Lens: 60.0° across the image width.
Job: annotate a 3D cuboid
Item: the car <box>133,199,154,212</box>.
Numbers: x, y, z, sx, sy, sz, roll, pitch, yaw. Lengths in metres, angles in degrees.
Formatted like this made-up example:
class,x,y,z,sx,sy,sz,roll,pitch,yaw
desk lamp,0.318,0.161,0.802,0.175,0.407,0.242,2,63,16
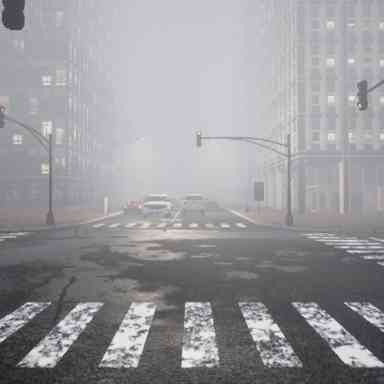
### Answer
class,x,y,z,sx,sy,sz,roll,pitch,yaw
car,-5.673,1.597,39.323,1.802,1.307,4.206,1,0,0

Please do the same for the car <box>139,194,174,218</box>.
class,x,y,z,sx,sy,sz,roll,pitch,yaw
car,-3.094,1.233,30.313,2.150,2.045,5.566,0,0,0

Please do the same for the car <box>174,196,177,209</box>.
class,x,y,z,sx,sy,sz,roll,pitch,yaw
car,-3.094,1.541,40.235,1.812,1.442,4.674,0,0,0

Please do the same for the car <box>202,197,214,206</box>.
class,x,y,z,sx,sy,sz,roll,pitch,yaw
car,2.710,1.547,56.285,1.752,1.417,4.829,1,0,0

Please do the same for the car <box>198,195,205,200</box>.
class,x,y,z,sx,sy,sz,roll,pitch,yaw
car,2.714,1.584,95.155,1.887,1.381,4.507,1,0,0

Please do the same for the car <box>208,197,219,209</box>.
class,x,y,z,sx,sy,sz,roll,pitch,yaw
car,2.707,1.599,44.959,1.802,1.307,4.206,1,0,0

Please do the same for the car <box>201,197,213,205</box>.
class,x,y,z,sx,sy,sz,roll,pitch,yaw
car,2.710,1.590,61.692,1.947,1.339,4.313,1,0,0

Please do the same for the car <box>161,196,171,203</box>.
class,x,y,z,sx,sy,sz,roll,pitch,yaw
car,-5.669,1.574,72.774,1.887,1.381,4.507,1,0,0

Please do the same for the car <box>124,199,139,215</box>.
class,x,y,z,sx,sy,sz,roll,pitch,yaw
car,-5.671,1.453,33.748,1.967,1.590,4.097,1,0,0

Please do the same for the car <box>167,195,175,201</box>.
class,x,y,z,sx,sy,sz,roll,pitch,yaw
car,-5.667,1.587,89.499,2.008,1.369,4.403,1,0,0

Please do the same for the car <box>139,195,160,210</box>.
class,x,y,z,sx,sy,sz,roll,pitch,yaw
car,-5.667,1.332,44.898,2.192,1.841,5.009,1,0,0

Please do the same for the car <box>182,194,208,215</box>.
class,x,y,z,sx,sy,sz,roll,pitch,yaw
car,0.141,1.235,34.302,2.150,2.045,5.566,0,0,-1

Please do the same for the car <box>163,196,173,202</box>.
class,x,y,z,sx,sy,sz,roll,pitch,yaw
car,-5.668,1.582,78.349,2.008,1.369,4.403,1,0,0

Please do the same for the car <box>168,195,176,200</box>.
class,x,y,z,sx,sy,sz,roll,pitch,yaw
car,-5.667,1.605,95.075,1.947,1.339,4.313,1,0,0

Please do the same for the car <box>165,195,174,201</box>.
class,x,y,z,sx,sy,sz,roll,pitch,yaw
car,-5.668,1.578,83.924,1.887,1.381,4.507,1,0,0
